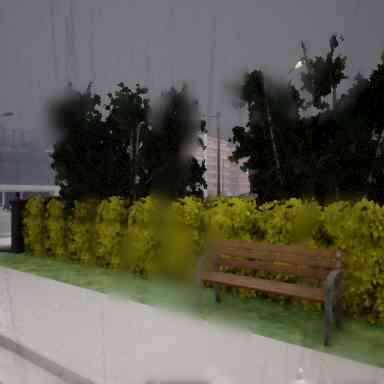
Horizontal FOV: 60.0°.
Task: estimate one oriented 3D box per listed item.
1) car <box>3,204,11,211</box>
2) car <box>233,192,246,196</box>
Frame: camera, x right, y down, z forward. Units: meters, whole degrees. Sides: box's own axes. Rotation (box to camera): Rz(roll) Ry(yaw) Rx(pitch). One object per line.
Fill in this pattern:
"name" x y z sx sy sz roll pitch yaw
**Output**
"car" -18.867 1.498 38.793 2.033 1.411 5.357 0 0 35
"car" 10.429 0.681 74.300 2.128 1.511 4.902 0 0 35
